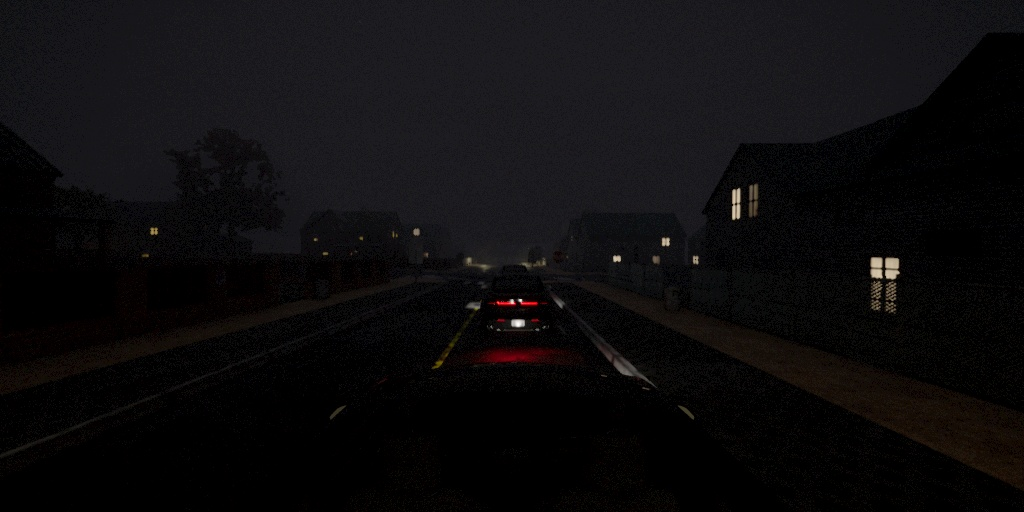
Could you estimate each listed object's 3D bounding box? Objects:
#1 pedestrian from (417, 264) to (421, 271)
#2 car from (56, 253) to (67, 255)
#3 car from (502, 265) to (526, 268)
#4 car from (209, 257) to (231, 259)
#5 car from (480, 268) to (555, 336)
[{"bbox_3d":[-9.572,0.595,36.995,0.375,1.860,0.375,0,0,1],"label":"pedestrian"},{"bbox_3d":[-45.051,0.363,34.717,5.357,1.411,2.033,1,1,2],"label":"car"},{"bbox_3d":[0.115,1.241,20.538,1.837,1.490,4.892,0,0,-1],"label":"car"},{"bbox_3d":[-25.681,0.810,31.451,5.357,1.411,2.033,1,1,1],"label":"car"},{"bbox_3d":[0.132,1.247,10.396,1.837,1.490,4.892,0,0,0],"label":"car"}]
